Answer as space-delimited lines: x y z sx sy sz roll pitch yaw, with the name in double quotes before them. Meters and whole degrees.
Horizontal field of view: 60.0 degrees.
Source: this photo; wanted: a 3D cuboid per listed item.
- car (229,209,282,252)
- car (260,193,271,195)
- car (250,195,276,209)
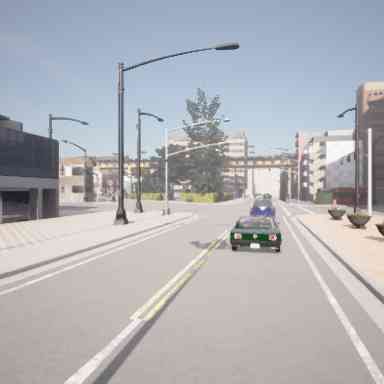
"car" 2.731 1.614 13.918 1.895 1.301 4.718 0 0 13
"car" 20.247 1.168 89.990 2.097 1.767 4.553 0 0 13
"car" 6.083 1.364 28.477 2.097 1.767 4.553 0 0 13
